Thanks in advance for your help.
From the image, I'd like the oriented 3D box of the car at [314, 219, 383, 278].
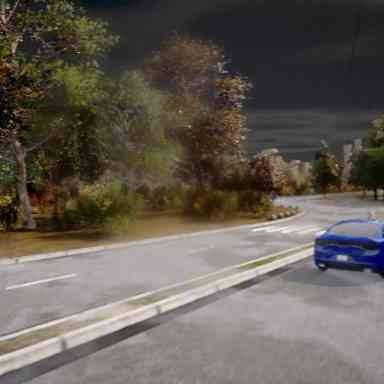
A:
[{"bbox_3d":[5.595,1.607,10.745,1.882,1.535,5.008,-2,-1,40],"label":"car"}]
